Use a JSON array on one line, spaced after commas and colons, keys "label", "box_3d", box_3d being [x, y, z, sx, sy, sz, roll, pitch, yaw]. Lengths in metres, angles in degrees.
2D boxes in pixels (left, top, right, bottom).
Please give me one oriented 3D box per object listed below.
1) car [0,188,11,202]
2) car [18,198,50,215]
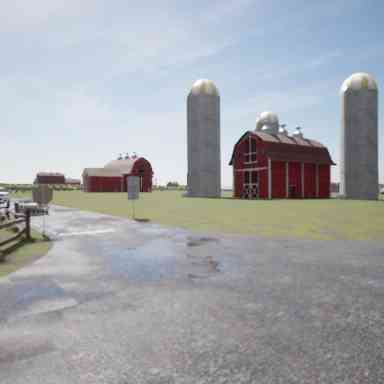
[{"label": "car", "box_3d": [-26.887, 0.404, 46.508, 2.150, 2.045, 5.566, -1, 1, -35]}, {"label": "car", "box_3d": [-13.201, 1.159, 27.467, 1.895, 1.301, 4.718, -1, 1, -36]}]
